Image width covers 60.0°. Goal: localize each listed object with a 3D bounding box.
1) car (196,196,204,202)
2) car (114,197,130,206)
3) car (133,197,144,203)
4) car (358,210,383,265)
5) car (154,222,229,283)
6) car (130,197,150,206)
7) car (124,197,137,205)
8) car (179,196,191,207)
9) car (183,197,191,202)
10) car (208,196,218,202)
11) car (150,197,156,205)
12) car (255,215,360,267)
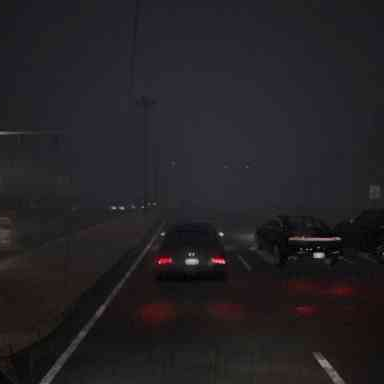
[{"bbox_3d":[2.234,1.900,87.806,1.837,1.490,4.892,0,0,0],"label":"car"},{"bbox_3d":[-12.827,1.879,60.417,1.895,1.301,4.718,0,0,1],"label":"car"},{"bbox_3d":[-12.768,1.961,79.483,1.895,1.301,4.718,0,0,0],"label":"car"},{"bbox_3d":[6.977,1.407,12.083,2.097,1.767,4.553,0,0,-1],"label":"car"},{"bbox_3d":[0.000,1.593,9.850,2.033,1.411,5.357,0,0,0],"label":"car"},{"bbox_3d":[-9.336,1.629,60.089,2.097,1.767,4.553,0,0,0],"label":"car"},{"bbox_3d":[-12.771,1.844,69.544,1.812,1.442,4.674,0,0,0],"label":"car"},{"bbox_3d":[-1.274,1.825,56.833,1.994,1.385,4.181,0,0,0],"label":"car"},{"bbox_3d":[-1.266,1.938,87.724,2.033,1.411,5.357,0,0,0],"label":"car"},{"bbox_3d":[5.734,1.876,87.739,1.882,1.535,5.008,0,0,0],"label":"car"},{"bbox_3d":[-9.271,1.796,69.136,1.882,1.535,5.008,0,0,0],"label":"car"},{"bbox_3d":[3.485,1.546,11.619,2.128,1.511,4.902,0,0,0],"label":"car"}]
